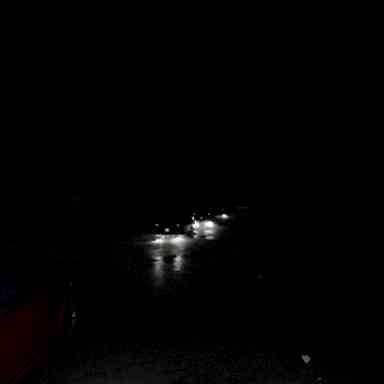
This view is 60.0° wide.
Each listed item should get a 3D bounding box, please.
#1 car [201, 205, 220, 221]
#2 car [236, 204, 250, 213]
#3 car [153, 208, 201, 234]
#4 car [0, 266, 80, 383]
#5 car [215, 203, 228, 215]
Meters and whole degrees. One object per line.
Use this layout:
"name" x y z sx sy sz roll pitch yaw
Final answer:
"car" 1.402 2.287 34.988 1.895 1.301 4.718 0 -1 12
"car" 8.167 2.657 53.498 1.837 1.490 4.892 0 -2 9
"car" -1.024 1.933 22.495 2.033 1.411 5.357 0 -1 10
"car" -2.872 1.610 3.787 1.994 1.385 4.181 0 -1 2
"car" 3.968 2.354 47.811 2.097 1.767 4.553 0 -2 10
